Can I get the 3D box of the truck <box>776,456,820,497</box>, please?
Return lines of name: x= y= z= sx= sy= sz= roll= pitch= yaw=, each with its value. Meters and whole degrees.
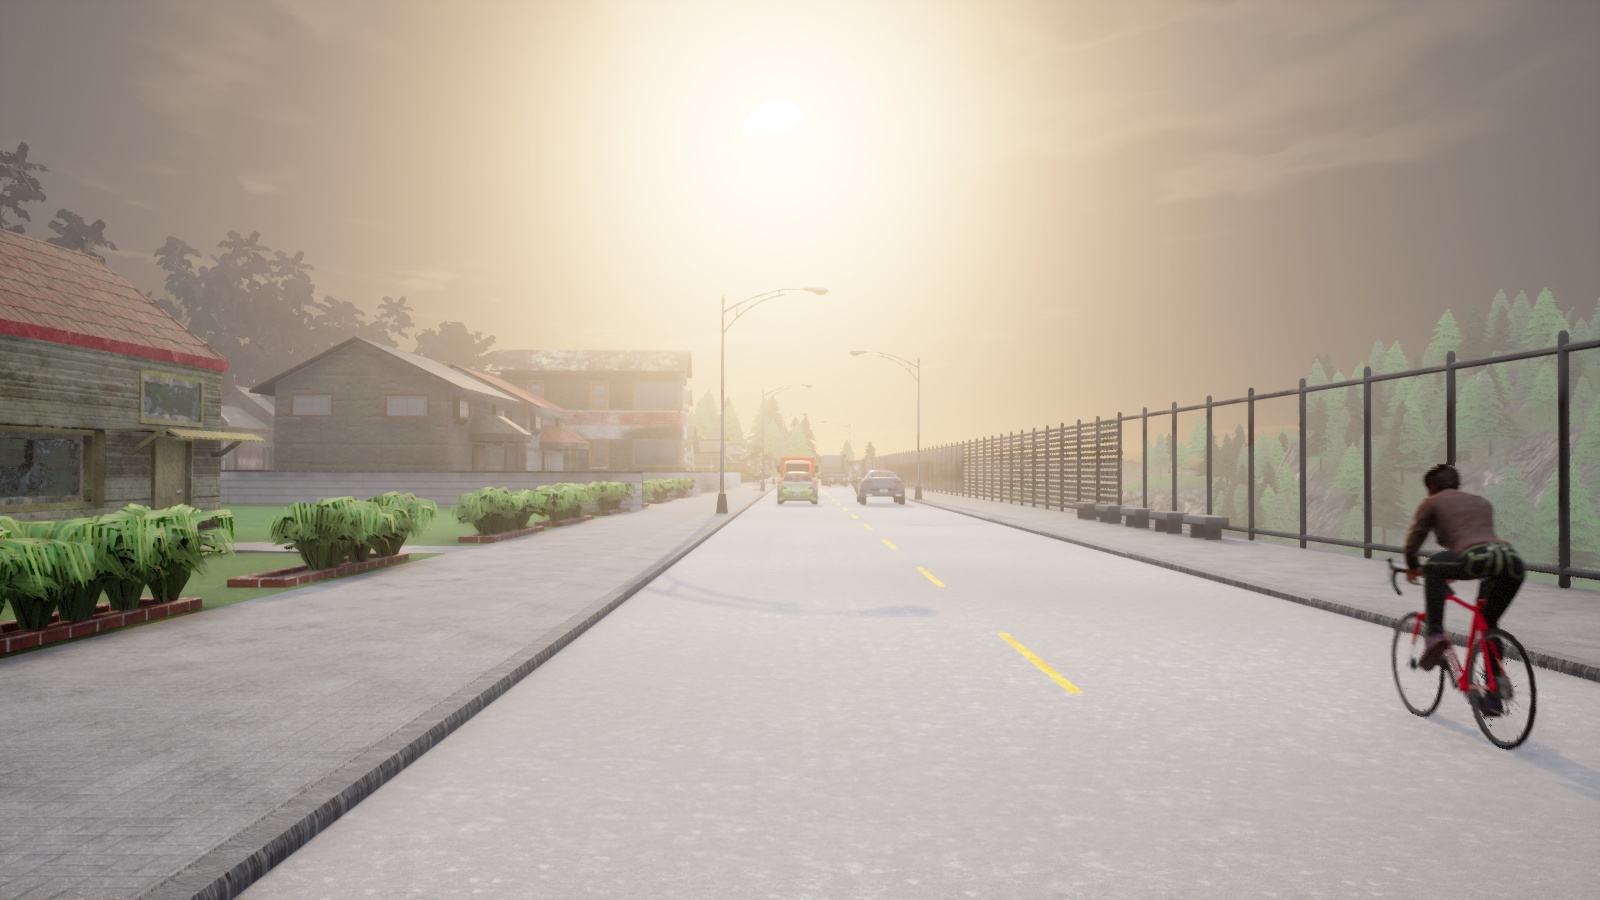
truck: x=-0.136 y=1.623 z=77.309 sx=2.627 sy=2.467 sz=5.204 roll=0 pitch=-1 yaw=0

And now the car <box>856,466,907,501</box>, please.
car: x=3.896 y=1.599 z=60.957 sx=2.152 sy=1.651 sz=5.027 roll=0 pitch=-1 yaw=0

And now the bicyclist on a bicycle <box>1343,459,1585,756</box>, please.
bicyclist on a bicycle: x=3.991 y=0.881 z=7.706 sx=0.582 sy=1.620 sz=1.656 roll=0 pitch=-1 yaw=0

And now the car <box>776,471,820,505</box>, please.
car: x=-0.100 y=1.758 z=59.462 sx=2.007 sy=1.525 sz=4.514 roll=0 pitch=-1 yaw=0
